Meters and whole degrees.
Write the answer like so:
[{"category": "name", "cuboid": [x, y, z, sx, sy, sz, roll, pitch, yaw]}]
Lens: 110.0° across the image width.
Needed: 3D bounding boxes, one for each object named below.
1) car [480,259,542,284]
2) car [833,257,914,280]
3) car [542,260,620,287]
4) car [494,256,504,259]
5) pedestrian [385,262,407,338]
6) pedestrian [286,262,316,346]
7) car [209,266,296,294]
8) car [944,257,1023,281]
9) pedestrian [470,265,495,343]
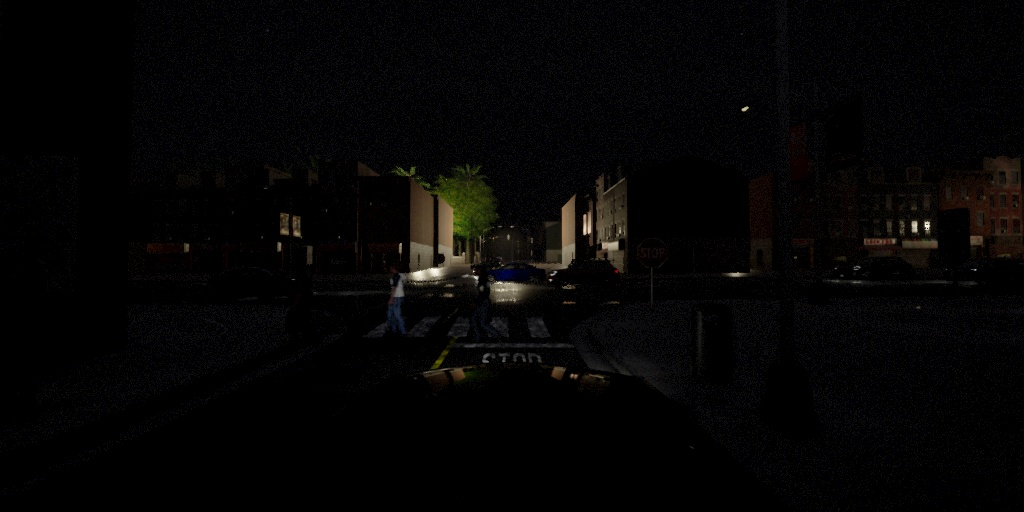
[{"category": "car", "cuboid": [0.061, 1.227, 26.297, 5.008, 1.535, 1.882, 0, 0, -1]}, {"category": "car", "cuboid": [26.669, 0.855, 26.581, 4.553, 1.767, 2.097, -1, -1, -1]}, {"category": "car", "cuboid": [4.459, 1.066, 23.115, 4.553, 1.767, 2.097, -1, -1, -1]}, {"category": "car", "cuboid": [-2.577, 1.070, 54.284, 2.097, 1.767, 4.553, 0, 0, 0]}, {"category": "pedestrian", "cuboid": [-2.789, 1.045, 8.714, 0.375, 1.860, 0.375, 1, -1, 0]}, {"category": "pedestrian", "cuboid": [-4.448, 0.963, 7.517, 0.375, 1.860, 0.375, 1, -1, 0]}, {"category": "car", "cuboid": [-13.552, 1.267, 19.491, 4.902, 1.511, 2.128, 0, -1, -1]}, {"category": "car", "cuboid": [31.229, 0.856, 23.371, 4.902, 1.511, 2.128, -1, -1, 0]}, {"category": "pedestrian", "cuboid": [-0.659, 1.044, 8.114, 0.375, 1.860, 0.375, 1, -1, 0]}]
